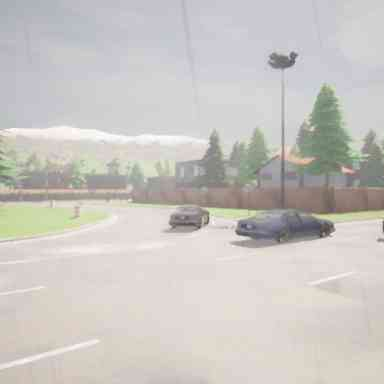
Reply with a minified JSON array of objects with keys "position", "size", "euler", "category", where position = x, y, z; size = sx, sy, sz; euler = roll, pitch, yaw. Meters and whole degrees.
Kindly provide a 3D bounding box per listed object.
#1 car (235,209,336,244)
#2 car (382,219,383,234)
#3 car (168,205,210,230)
[{"position":[4.461,1.508,15.526],"size":[5.357,1.411,2.033],"euler":[0,0,-35],"category":"car"},{"position":[10.918,1.448,15.831],"size":[4.892,1.490,1.837],"euler":[0,0,-35],"category":"car"},{"position":[-0.079,1.510,21.073],"size":[2.033,1.411,5.357],"euler":[0,0,11],"category":"car"}]
